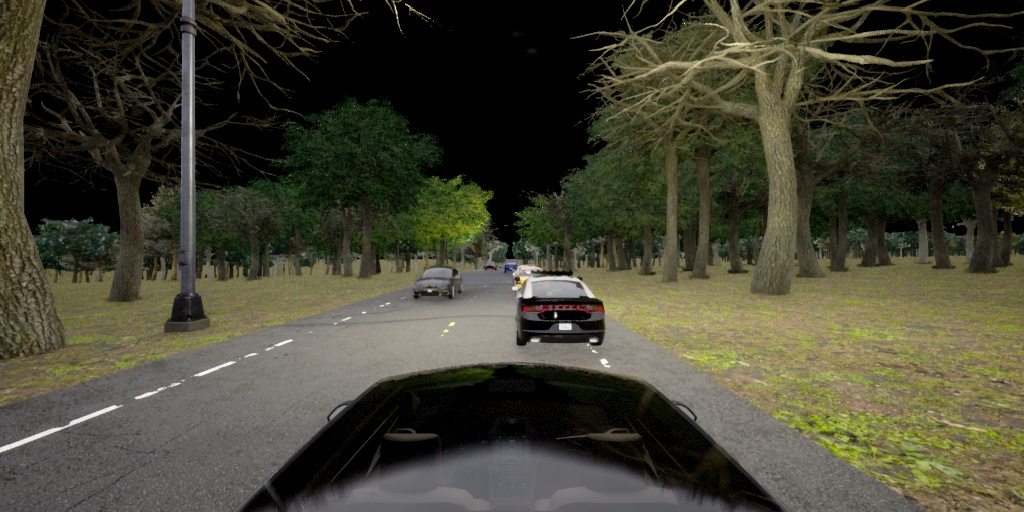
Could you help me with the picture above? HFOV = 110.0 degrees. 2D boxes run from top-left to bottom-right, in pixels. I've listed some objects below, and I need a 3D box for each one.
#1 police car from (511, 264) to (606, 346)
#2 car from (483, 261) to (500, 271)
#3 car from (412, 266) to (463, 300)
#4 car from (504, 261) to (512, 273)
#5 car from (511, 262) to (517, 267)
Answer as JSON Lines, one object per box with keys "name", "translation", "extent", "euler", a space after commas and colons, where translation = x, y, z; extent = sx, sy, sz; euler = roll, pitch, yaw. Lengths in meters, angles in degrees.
{"name": "police car", "translation": [1.036, 1.185, 9.588], "extent": [1.930, 1.638, 5.238], "euler": [0, 0, 0]}
{"name": "car", "translation": [-3.692, 1.630, 61.356], "extent": [2.097, 1.767, 4.553], "euler": [0, -1, 0]}
{"name": "car", "translation": [-3.632, 1.296, 18.230], "extent": [1.837, 1.490, 4.892], "euler": [0, 0, 0]}
{"name": "car", "translation": [-0.064, 1.507, 48.904], "extent": [1.882, 1.535, 5.008], "euler": [0, -1, 0]}
{"name": "car", "translation": [1.016, 1.254, 19.670], "extent": [1.801, 1.575, 5.366], "euler": [0, 0, 0]}
